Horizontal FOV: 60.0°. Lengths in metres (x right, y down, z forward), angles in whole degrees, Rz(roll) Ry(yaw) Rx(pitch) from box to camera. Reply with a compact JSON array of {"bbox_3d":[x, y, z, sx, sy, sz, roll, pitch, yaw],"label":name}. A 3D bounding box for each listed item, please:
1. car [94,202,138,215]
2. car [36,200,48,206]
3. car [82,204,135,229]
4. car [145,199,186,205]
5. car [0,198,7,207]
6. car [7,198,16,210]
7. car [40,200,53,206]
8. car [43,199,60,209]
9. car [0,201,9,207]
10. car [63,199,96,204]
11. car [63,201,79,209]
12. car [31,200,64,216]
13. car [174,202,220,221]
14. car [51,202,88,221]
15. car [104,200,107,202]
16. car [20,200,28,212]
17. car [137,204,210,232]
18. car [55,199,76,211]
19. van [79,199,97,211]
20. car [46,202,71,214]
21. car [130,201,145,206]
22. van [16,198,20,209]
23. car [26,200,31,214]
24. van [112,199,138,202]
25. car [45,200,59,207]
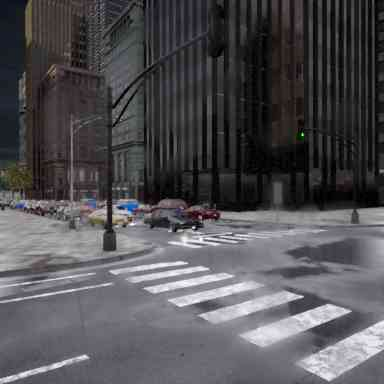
[{"bbox_3d":[-7.012,1.902,30.122,1.812,1.442,4.674,0,-1,-35],"label":"car"},{"bbox_3d":[-37.684,2.711,83.454,2.008,1.369,4.403,-1,0,-35],"label":"car"},{"bbox_3d":[-6.233,1.843,24.408,1.752,1.417,4.829,-1,0,-35],"label":"car"},{"bbox_3d":[-2.315,1.668,33.625,2.192,1.841,5.009,-1,0,-35],"label":"car"},{"bbox_3d":[-41.221,2.668,73.707,1.887,1.381,4.507,-1,0,-35],"label":"car"},{"bbox_3d":[-31.886,2.355,60.550,1.967,1.590,4.097,-1,0,-35],"label":"car"},{"bbox_3d":[-34.674,2.662,79.212,1.947,1.339,4.313,-1,0,-35],"label":"car"},{"bbox_3d":[-27.011,2.240,63.831,2.097,1.767,4.553,0,-1,-35],"label":"car"},{"bbox_3d":[-44.332,2.773,78.092,1.802,1.307,4.206,-1,0,-35],"label":"car"},{"bbox_3d":[-12.890,1.867,38.417,2.097,1.767,4.553,0,-1,-35],"label":"car"},{"bbox_3d":[-22.630,2.408,62.242,1.802,1.307,4.206,-1,0,-35],"label":"car"},{"bbox_3d":[-17.647,1.901,40.484,2.192,1.841,5.009,-1,0,-35],"label":"car"},{"bbox_3d":[0.630,1.828,29.473,1.887,1.381,4.507,-1,0,-35],"label":"car"},{"bbox_3d":[-11.986,2.004,32.515,2.008,1.369,4.403,-1,0,-35],"label":"car"},{"bbox_3d":[-11.133,1.875,46.080,2.192,1.841,5.009,-1,0,-35],"label":"car"},{"bbox_3d":[-23.299,2.158,48.452,1.967,1.590,4.097,-1,0,-35],"label":"car"},{"bbox_3d":[-1.414,1.791,22.180,2.033,1.411,5.357,0,-1,-35],"label":"car"},{"bbox_3d":[-21.289,2.109,55.784,2.097,1.767,4.553,0,-1,-36],"label":"car"},{"bbox_3d":[-17.012,2.038,54.384,1.690,1.788,3.998,-1,0,-35],"label":"van"},{"bbox_3d":[-18.871,2.146,46.918,2.128,1.511,4.902,0,-1,-35],"label":"car"},{"bbox_3d":[-5.249,2.004,37.777,1.802,1.307,4.206,-1,0,-35],"label":"car"},{"bbox_3d":[-26.129,2.124,52.436,1.690,1.788,3.998,-1,0,-35],"label":"van"},{"bbox_3d":[-20.470,2.197,44.468,1.887,1.381,4.507,-1,0,-35],"label":"car"},{"bbox_3d":[-8.194,1.833,41.929,1.690,1.788,3.998,-1,0,-35],"label":"van"},{"bbox_3d":[-31.662,2.596,74.969,1.947,1.339,4.313,-1,0,-35],"label":"car"}]
